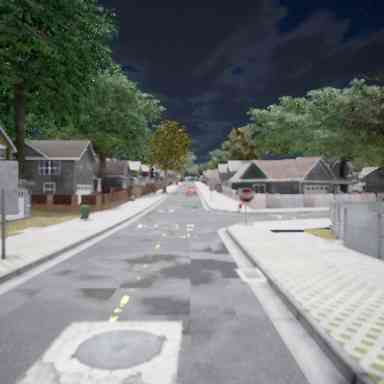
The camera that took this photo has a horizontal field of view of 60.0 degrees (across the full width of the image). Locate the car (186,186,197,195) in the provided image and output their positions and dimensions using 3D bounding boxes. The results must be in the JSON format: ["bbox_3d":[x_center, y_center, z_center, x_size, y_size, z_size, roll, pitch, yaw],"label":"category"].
[{"bbox_3d":[-0.049,-0.304,64.761,2.097,1.767,4.553,0,2,0],"label":"car"}]
